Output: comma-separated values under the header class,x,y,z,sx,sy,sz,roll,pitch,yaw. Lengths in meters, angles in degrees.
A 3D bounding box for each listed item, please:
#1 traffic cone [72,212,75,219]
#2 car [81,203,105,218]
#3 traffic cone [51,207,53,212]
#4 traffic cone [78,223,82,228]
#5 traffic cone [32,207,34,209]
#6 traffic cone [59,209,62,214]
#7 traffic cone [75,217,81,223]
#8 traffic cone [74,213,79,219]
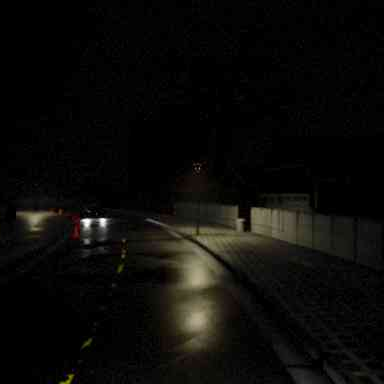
class,x,y,z,sx,sy,sz,roll,pitch,yaw
traffic cone,-11.178,2.224,31.576,0.340,0.580,0.340,0,0,-25
car,-10.032,1.806,33.493,1.812,1.442,4.674,0,-1,-26
traffic cone,-18.524,2.331,44.099,0.340,0.580,0.340,0,0,-36
traffic cone,-6.271,2.113,17.912,0.340,0.580,0.340,0,0,-14
traffic cone,-24.655,2.395,51.599,0.340,0.580,0.340,0,-1,-43
traffic cone,-15.818,2.296,40.079,0.340,0.580,0.340,0,0,-32
traffic cone,-7.623,2.150,22.565,0.340,0.580,0.340,0,0,-18
traffic cone,-9.261,2.187,27.126,0.340,0.580,0.340,0,0,-22
